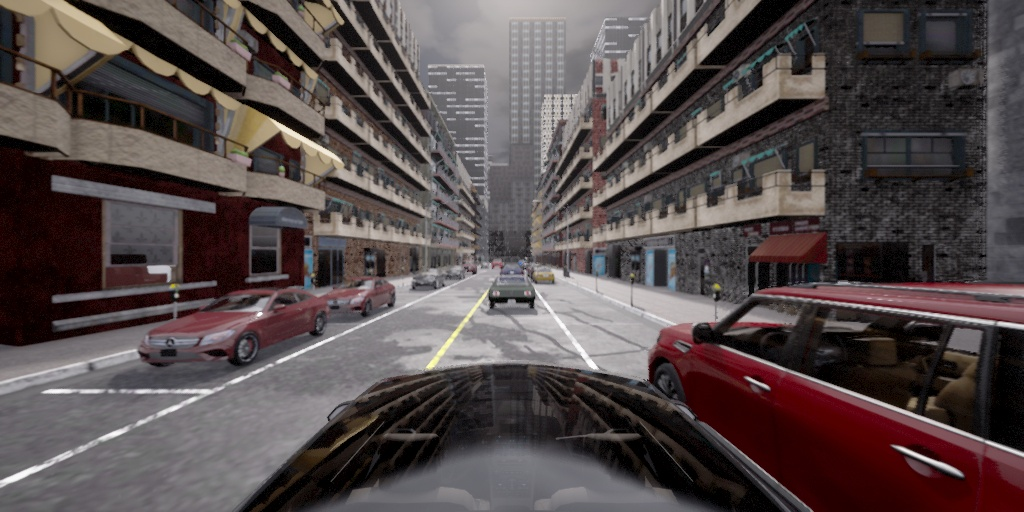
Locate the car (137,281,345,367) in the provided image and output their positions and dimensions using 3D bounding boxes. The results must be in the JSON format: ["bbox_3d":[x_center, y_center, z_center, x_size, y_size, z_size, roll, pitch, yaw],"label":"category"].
[{"bbox_3d":[-5.693,1.390,8.040,1.802,1.307,4.207,0,0,0],"label":"car"}]

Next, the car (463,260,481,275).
[{"bbox_3d":[-5.698,1.486,47.253,2.192,1.841,5.009,0,0,0],"label":"car"}]

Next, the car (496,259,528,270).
[{"bbox_3d":[-0.001,1.370,30.908,2.097,1.767,4.553,0,-1,0],"label":"car"}]

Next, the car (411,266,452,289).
[{"bbox_3d":[-5.695,1.514,24.846,2.007,1.370,4.403,0,0,0],"label":"car"}]

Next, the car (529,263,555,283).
[{"bbox_3d":[2.685,1.540,30.589,1.751,1.417,4.829,0,0,0],"label":"car"}]

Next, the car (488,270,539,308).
[{"bbox_3d":[0.000,1.482,15.942,1.895,1.301,4.718,0,0,0],"label":"car"}]

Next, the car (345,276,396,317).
[{"bbox_3d":[-5.694,1.442,13.642,1.802,1.307,4.207,0,0,0],"label":"car"}]

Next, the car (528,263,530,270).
[{"bbox_3d":[2.684,1.632,36.021,1.948,1.339,4.313,0,0,0],"label":"car"}]

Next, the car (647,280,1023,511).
[{"bbox_3d":[2.689,1.071,2.411,2.192,1.841,5.009,0,0,0],"label":"car"}]

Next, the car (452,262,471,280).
[{"bbox_3d":[-5.696,1.618,36.049,2.007,1.370,4.403,0,0,0],"label":"car"}]
